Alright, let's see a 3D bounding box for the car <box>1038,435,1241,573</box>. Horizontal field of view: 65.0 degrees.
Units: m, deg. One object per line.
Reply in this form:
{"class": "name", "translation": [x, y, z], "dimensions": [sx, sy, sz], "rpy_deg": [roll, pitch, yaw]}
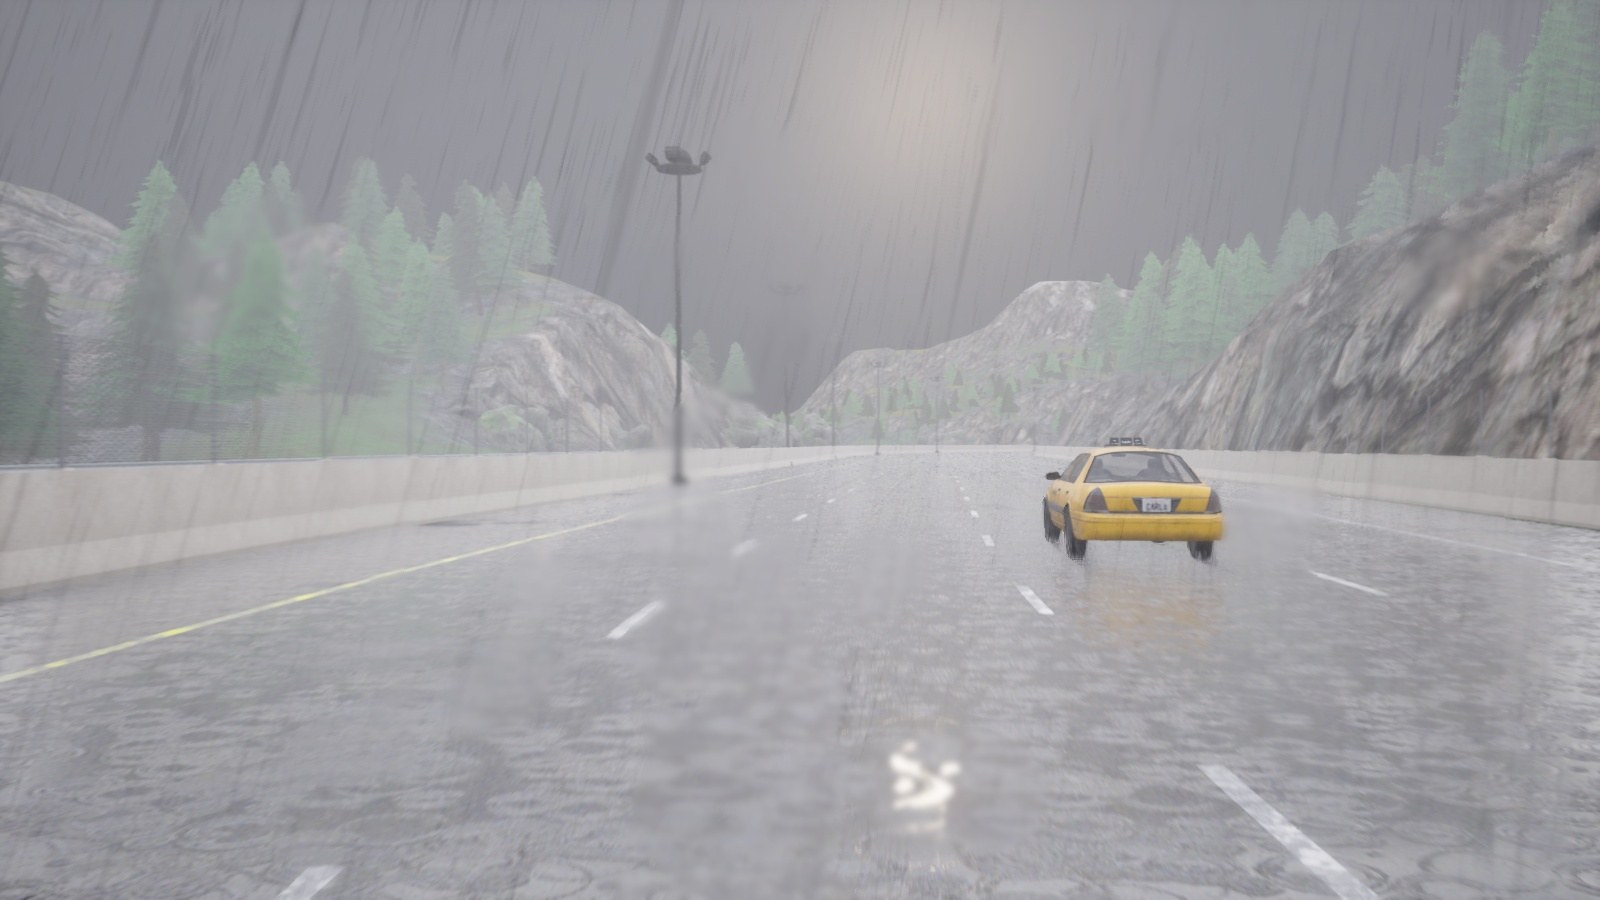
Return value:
{"class": "car", "translation": [4.424, 0.602, 17.174], "dimensions": [1.801, 1.575, 5.366], "rpy_deg": [0, 0, 5]}
